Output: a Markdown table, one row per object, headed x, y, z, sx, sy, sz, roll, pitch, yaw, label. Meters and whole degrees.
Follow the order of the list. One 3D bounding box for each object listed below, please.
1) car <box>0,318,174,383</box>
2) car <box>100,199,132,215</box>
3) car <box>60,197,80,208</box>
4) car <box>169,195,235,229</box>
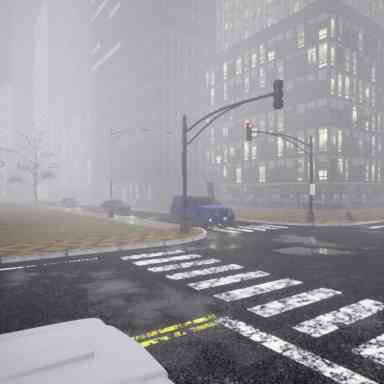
| x | y | z | sx | sy | sz | roll | pitch | yaw | label |
| --- | --- | --- | --- | --- | --- | --- | --- | --- | --- |
| -2.297 | 1.601 | 1.804 | 4.718 | 1.301 | 1.895 | 0 | 0 | -36 | car |
| -7.932 | 1.483 | 34.443 | 1.882 | 1.535 | 5.008 | 0 | 0 | -35 | car |
| -17.944 | 1.511 | 48.685 | 1.837 | 1.490 | 4.892 | 0 | -1 | -35 | car |
| 0.513 | 1.228 | 22.169 | 2.150 | 2.045 | 5.566 | 0 | 0 | -32 | car |
